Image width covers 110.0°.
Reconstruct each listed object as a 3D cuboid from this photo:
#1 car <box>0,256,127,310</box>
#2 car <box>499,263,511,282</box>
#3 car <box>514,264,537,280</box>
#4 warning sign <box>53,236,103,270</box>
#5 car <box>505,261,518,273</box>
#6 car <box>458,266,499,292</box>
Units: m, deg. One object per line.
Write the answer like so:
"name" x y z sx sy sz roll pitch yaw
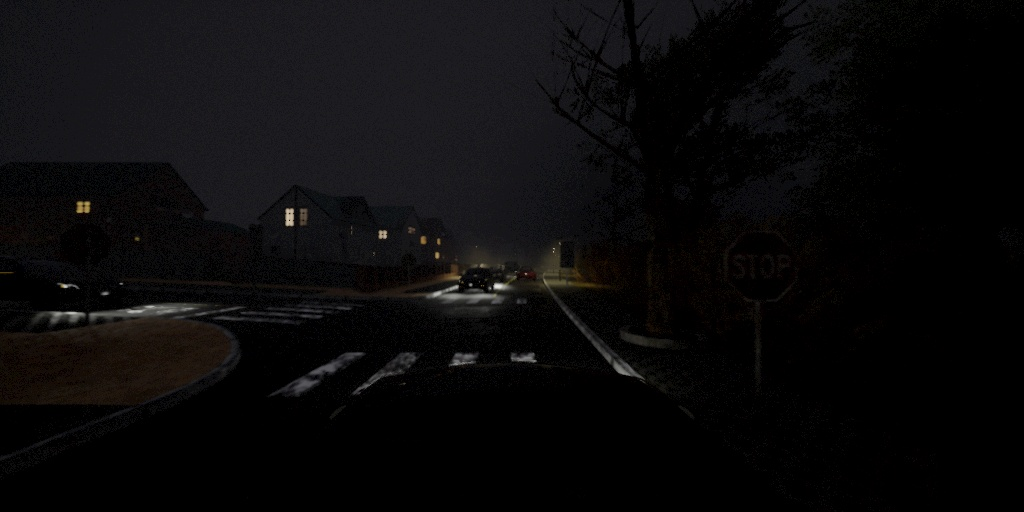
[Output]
"car" -14.605 0.740 10.849 4.674 1.442 1.812 3 -1 0
"car" -1.611 1.714 35.096 2.128 1.511 4.902 0 -1 4
"car" 1.607 1.850 38.658 1.994 1.385 4.181 0 -1 4
"warning sign" -19.903 0.178 16.208 1.060 1.860 1.300 0 0 0
"car" -0.147 1.760 51.847 2.150 2.045 5.566 0 -1 6
"car" -2.305 1.551 24.154 1.837 1.490 4.892 0 -1 5
